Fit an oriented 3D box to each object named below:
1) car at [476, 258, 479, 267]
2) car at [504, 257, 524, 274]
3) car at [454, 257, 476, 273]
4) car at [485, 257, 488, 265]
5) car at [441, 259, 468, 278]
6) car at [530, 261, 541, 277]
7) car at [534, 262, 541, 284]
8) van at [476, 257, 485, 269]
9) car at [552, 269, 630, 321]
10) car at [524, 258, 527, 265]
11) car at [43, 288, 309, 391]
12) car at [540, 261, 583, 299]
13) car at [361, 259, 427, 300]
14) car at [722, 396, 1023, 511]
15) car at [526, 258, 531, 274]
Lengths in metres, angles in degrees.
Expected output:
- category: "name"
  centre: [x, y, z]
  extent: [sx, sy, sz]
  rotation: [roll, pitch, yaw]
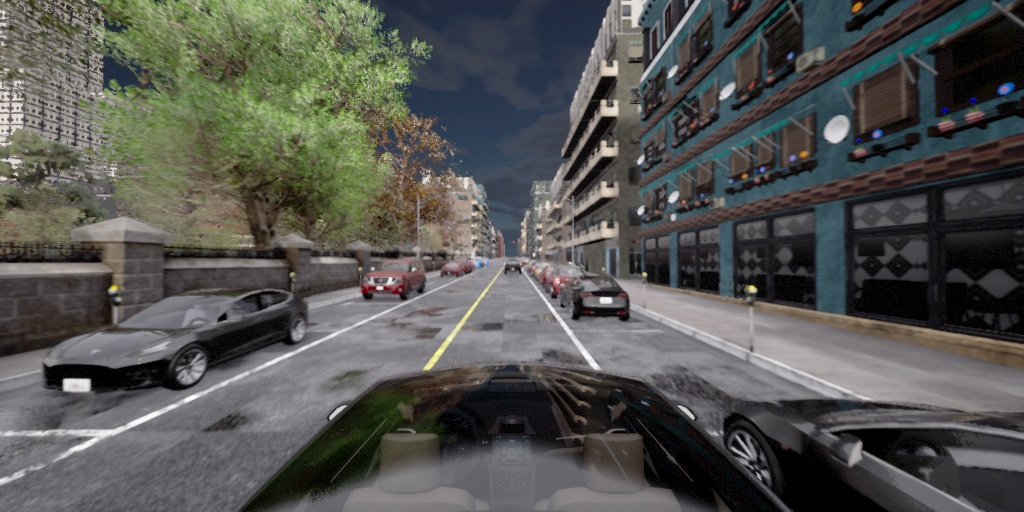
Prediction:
- category: "car"
  centre: [-5.688, 1.282, 45.527]
  extent: [1.888, 1.381, 4.507]
  rotation: [0, 0, 0]
- category: "car"
  centre: [0.102, 1.216, 40.592]
  extent: [1.882, 1.535, 5.008]
  rotation: [0, 0, 0]
- category: "car"
  centre: [-5.688, 1.053, 40.003]
  extent: [2.192, 1.841, 5.009]
  rotation: [0, 0, 0]
- category: "car"
  centre: [-5.671, 1.299, 62.097]
  extent: [1.948, 1.339, 4.313]
  rotation: [0, 0, 0]
- category: "car"
  centre: [-5.688, 1.285, 34.480]
  extent: [1.888, 1.381, 4.507]
  rotation: [0, 0, 0]
- category: "car"
  centre: [2.693, 1.267, 29.126]
  extent: [1.751, 1.417, 4.829]
  rotation: [0, 0, 0]
- category: "car"
  centre: [2.693, 1.289, 23.432]
  extent: [1.888, 1.381, 4.507]
  rotation: [0, 0, 0]
- category: "van"
  centre: [-5.696, 1.075, 56.574]
  extent: [1.690, 1.789, 3.998]
  rotation: [0, 0, 0]
- category: "car"
  centre: [2.693, 1.313, 12.386]
  extent: [1.948, 1.339, 4.313]
  rotation: [0, 0, 0]
- category: "car"
  centre: [2.693, 1.263, 45.696]
  extent: [1.751, 1.417, 4.829]
  rotation: [0, 0, 0]
- category: "car"
  centre: [-5.688, 1.314, 6.863]
  extent: [1.948, 1.339, 4.313]
  rotation: [0, 0, 0]
- category: "car"
  centre: [2.693, 1.185, 17.909]
  extent: [1.967, 1.591, 4.097]
  rotation: [0, 0, 0]
- category: "car"
  centre: [-5.688, 1.059, 17.910]
  extent: [2.192, 1.841, 5.009]
  rotation: [0, 0, 0]
- category: "car"
  centre: [2.692, 1.316, 1.338]
  extent: [1.948, 1.339, 4.313]
  rotation: [0, 0, 0]
- category: "car"
  centre: [2.693, 1.180, 34.480]
  extent: [1.967, 1.591, 4.097]
  rotation: [0, 0, 0]
